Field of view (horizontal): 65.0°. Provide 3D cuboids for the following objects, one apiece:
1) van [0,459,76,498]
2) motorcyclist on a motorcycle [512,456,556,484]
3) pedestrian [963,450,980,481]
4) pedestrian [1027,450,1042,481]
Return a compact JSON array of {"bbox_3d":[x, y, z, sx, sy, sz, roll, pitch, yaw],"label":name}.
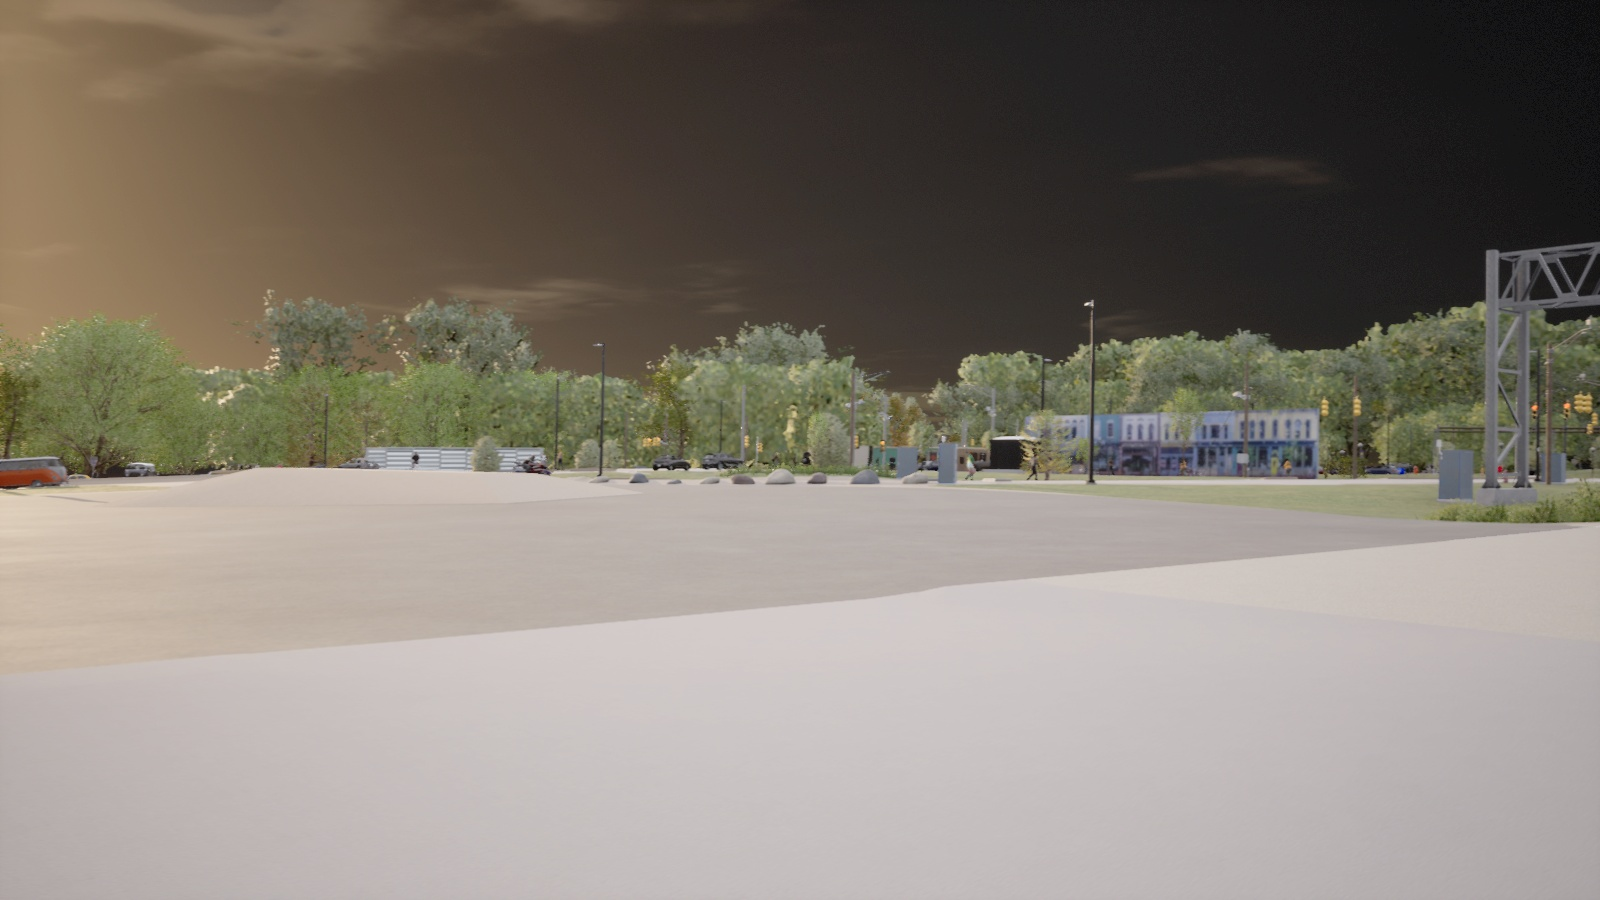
[{"bbox_3d":[-44.349,1.640,72.137,4.442,1.987,1.775,-4,-1,3],"label":"van"},{"bbox_3d":[-14.740,1.106,69.634,2.191,1.530,0.866,-2,-1,11],"label":"motorcyclist on a motorcycle"},{"bbox_3d":[10.905,1.001,79.823,0.873,1.952,0.659,1,-1,-17],"label":"pedestrian"},{"bbox_3d":[14.670,0.966,78.554,0.788,1.949,0.423,2,-1,-24],"label":"pedestrian"}]
